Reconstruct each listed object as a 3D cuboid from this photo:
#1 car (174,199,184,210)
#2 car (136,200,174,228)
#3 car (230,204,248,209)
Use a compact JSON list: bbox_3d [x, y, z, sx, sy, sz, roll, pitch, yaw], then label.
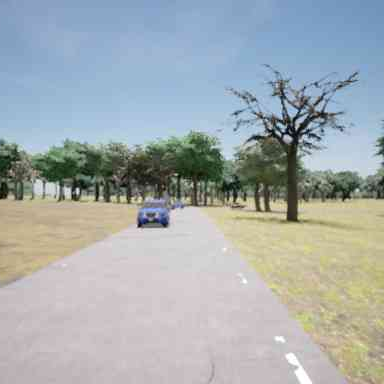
[{"bbox_3d":[-2.780,2.529,66.980,2.150,2.045,5.566,0,-1,0],"label":"car"},{"bbox_3d":[-2.861,1.610,25.795,2.150,2.045,5.566,0,-1,0],"label":"car"},{"bbox_3d":[13.087,4.000,92.002,4.718,1.301,1.895,2,-1,-1],"label":"car"}]
